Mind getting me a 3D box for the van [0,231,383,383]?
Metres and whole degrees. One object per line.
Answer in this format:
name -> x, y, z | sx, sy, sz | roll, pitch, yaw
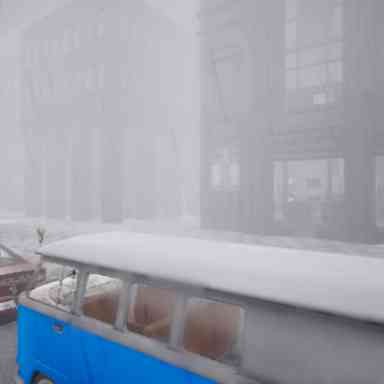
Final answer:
van -> 0.043, 1.337, 2.931 | 3.998, 1.788, 1.690 | 0, 0, 35
